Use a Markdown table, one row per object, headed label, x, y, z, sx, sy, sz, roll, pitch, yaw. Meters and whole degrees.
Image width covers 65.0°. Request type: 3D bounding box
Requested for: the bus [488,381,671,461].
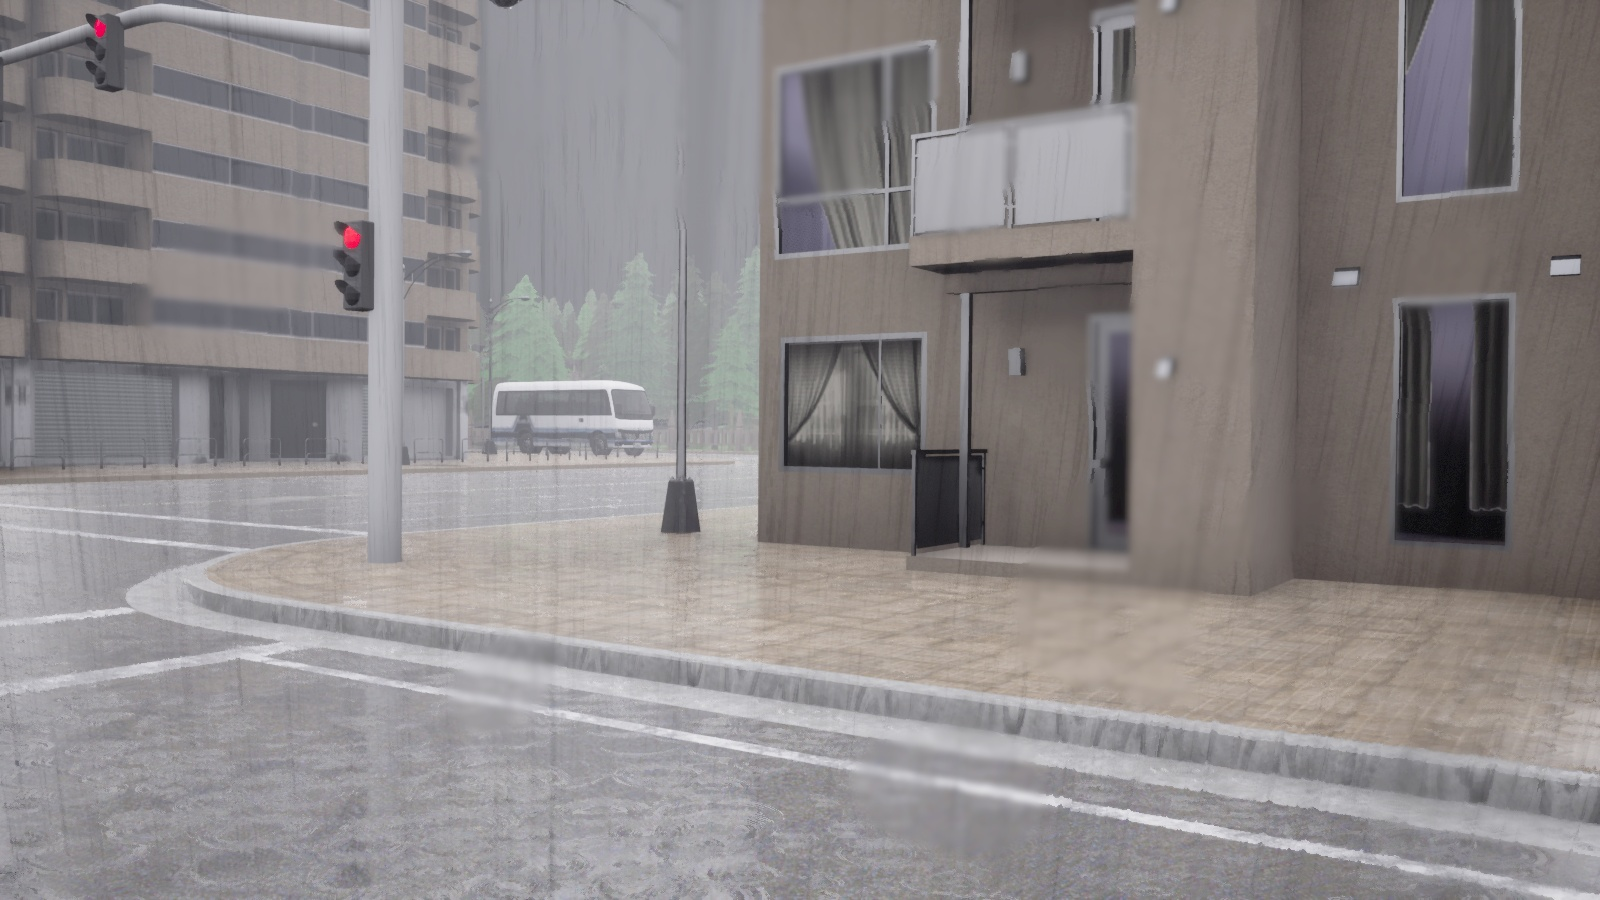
| label | x | y | z | sx | sy | sz | roll | pitch | yaw |
| --- | --- | --- | --- | --- | --- | --- | --- | --- | --- |
| bus | -12.584 | -1.558 | 71.143 | 10.273 | 4.253 | 3.944 | 0 | 1 | 34 |
